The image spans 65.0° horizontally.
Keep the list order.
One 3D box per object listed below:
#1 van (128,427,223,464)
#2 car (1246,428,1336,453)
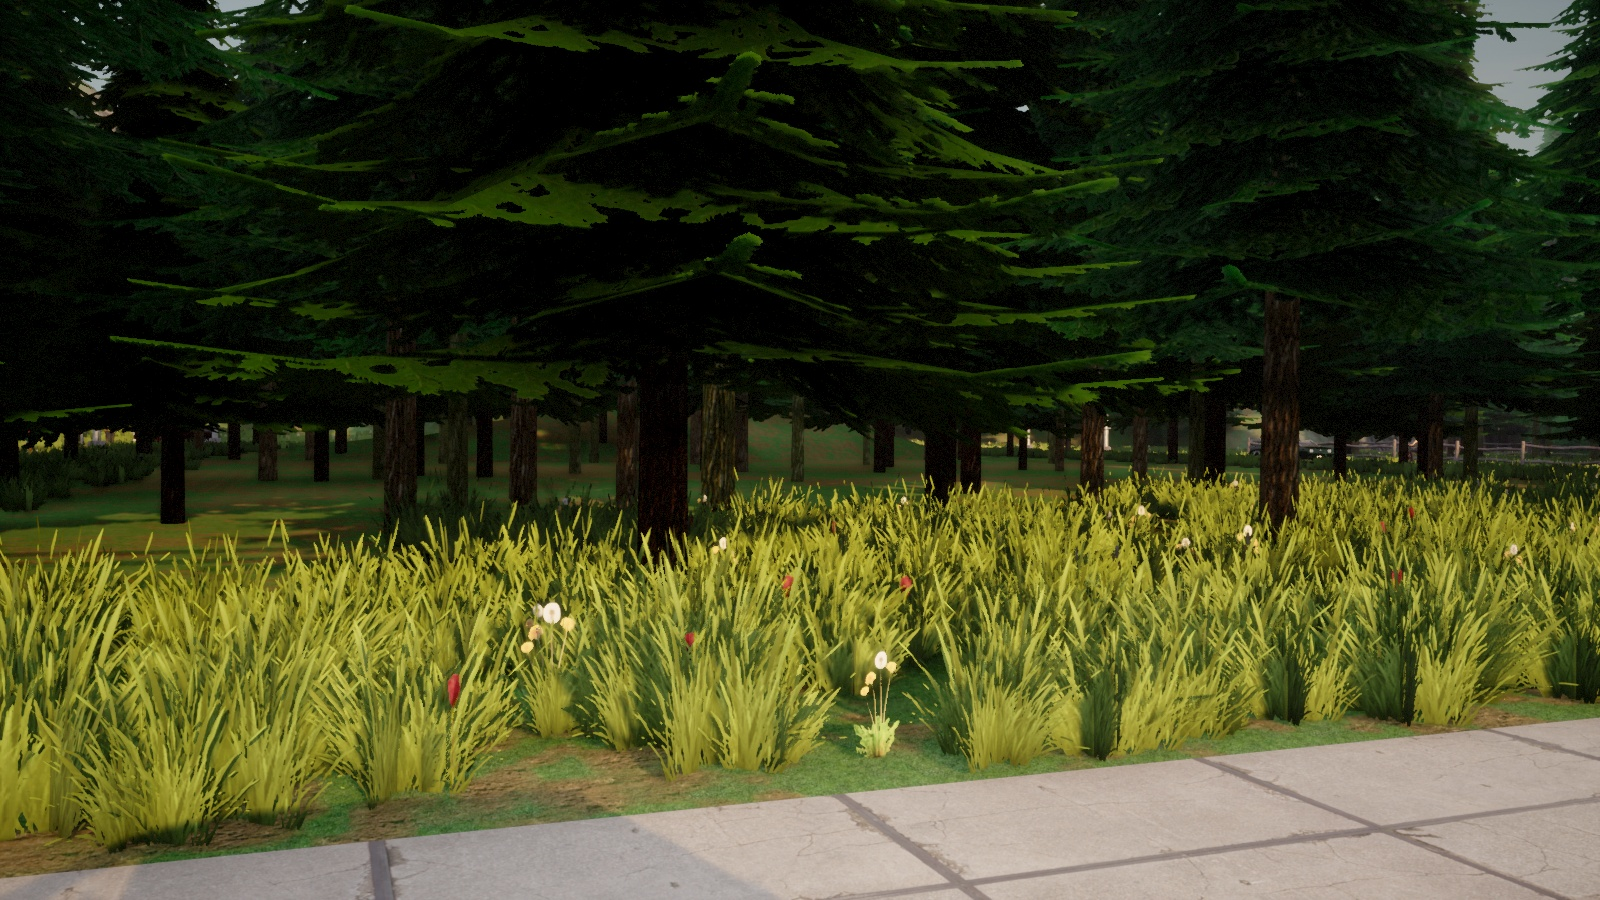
[{"bbox_3d":[-36.106,-0.297,72.659,2.069,2.038,4.480,0,1,31],"label":"van"},{"bbox_3d":[26.716,-0.531,68.480,1.895,1.301,4.718,-1,1,-20],"label":"car"}]
